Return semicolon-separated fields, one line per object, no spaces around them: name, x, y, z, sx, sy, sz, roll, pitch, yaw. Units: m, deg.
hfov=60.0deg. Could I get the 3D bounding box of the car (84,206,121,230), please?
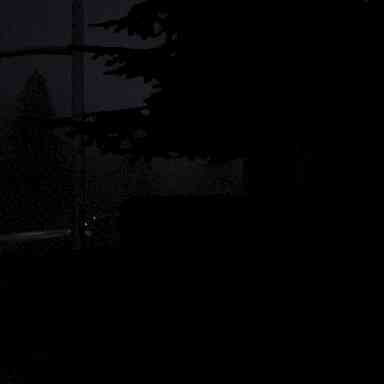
car;-4.971;1.579;21.363;1.895;1.301;4.718;0;0;36
